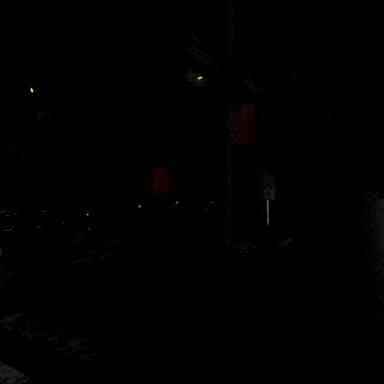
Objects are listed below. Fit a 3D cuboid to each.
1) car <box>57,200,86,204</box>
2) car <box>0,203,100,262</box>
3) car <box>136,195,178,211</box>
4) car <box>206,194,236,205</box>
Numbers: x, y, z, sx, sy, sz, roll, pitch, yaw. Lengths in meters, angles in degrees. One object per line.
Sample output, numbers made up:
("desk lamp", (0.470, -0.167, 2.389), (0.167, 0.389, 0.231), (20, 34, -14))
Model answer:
("car", (-9.096, 1.303, 24.022), (1.895, 1.301, 4.718), (0, 1, 35))
("car", (-5.758, 1.373, 11.404), (1.837, 1.490, 4.892), (0, 1, 35))
("car", (-3.356, 1.017, 32.261), (2.128, 1.511, 4.902), (0, 1, 35))
("car", (3.703, 0.916, 42.379), (1.895, 1.301, 4.718), (0, 1, 35))
